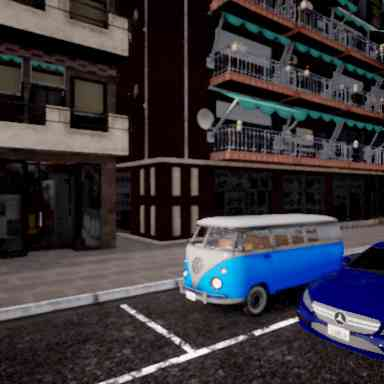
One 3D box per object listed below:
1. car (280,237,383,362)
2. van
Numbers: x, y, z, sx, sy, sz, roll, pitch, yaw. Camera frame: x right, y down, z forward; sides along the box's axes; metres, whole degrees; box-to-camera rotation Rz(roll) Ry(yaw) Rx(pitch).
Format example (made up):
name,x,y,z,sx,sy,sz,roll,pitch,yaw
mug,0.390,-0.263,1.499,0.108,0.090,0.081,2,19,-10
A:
name,x,y,z,sx,sy,sz,roll,pitch,yaw
car,3.799,1.591,5.695,4.674,1.442,1.812,1,0,-36
van,1.685,1.403,7.349,3.998,1.788,1.690,1,-1,-36
